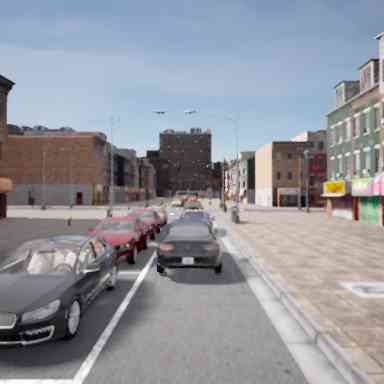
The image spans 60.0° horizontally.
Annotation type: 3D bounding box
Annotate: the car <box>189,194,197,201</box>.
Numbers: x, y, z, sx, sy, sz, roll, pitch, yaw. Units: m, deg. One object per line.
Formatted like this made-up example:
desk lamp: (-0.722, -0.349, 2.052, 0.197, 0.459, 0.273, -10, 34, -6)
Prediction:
car: (0.224, 1.497, 95.434, 2.150, 2.045, 5.566, 0, 0, 0)

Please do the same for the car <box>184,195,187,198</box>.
car: (-2.492, 1.550, 60.350, 2.192, 1.841, 5.009, 0, 0, 0)

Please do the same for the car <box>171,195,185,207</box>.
car: (-2.506, 1.732, 54.736, 1.752, 1.417, 4.829, 0, 0, 0)

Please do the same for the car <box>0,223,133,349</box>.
car: (-2.617, 1.567, 6.467, 2.008, 1.369, 4.403, 0, 0, 0)

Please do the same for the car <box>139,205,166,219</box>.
car: (-2.592, 1.594, 17.455, 1.887, 1.381, 4.507, 0, 0, 0)

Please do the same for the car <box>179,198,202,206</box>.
car: (0.181, 1.597, 29.490, 1.837, 1.490, 4.892, 0, 0, 2)

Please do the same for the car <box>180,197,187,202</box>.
car: (-2.417, 1.970, 93.013, 1.887, 1.381, 4.507, 0, 0, 0)

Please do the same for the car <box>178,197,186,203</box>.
car: (-2.443, 1.883, 81.955, 1.752, 1.417, 4.829, 0, 0, 0)

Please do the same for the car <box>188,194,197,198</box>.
car: (0.197, 1.697, 83.704, 2.097, 1.767, 4.553, 0, 0, 0)

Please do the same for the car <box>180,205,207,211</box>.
car: (0.140, 1.655, 19.189, 1.895, 1.301, 4.718, 0, 0, 0)

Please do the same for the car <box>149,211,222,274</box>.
car: (-0.047, 1.553, 10.580, 1.812, 1.442, 4.674, 0, 0, 1)

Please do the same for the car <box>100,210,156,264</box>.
car: (-2.604, 1.576, 11.960, 1.887, 1.381, 4.507, 0, 0, 0)
